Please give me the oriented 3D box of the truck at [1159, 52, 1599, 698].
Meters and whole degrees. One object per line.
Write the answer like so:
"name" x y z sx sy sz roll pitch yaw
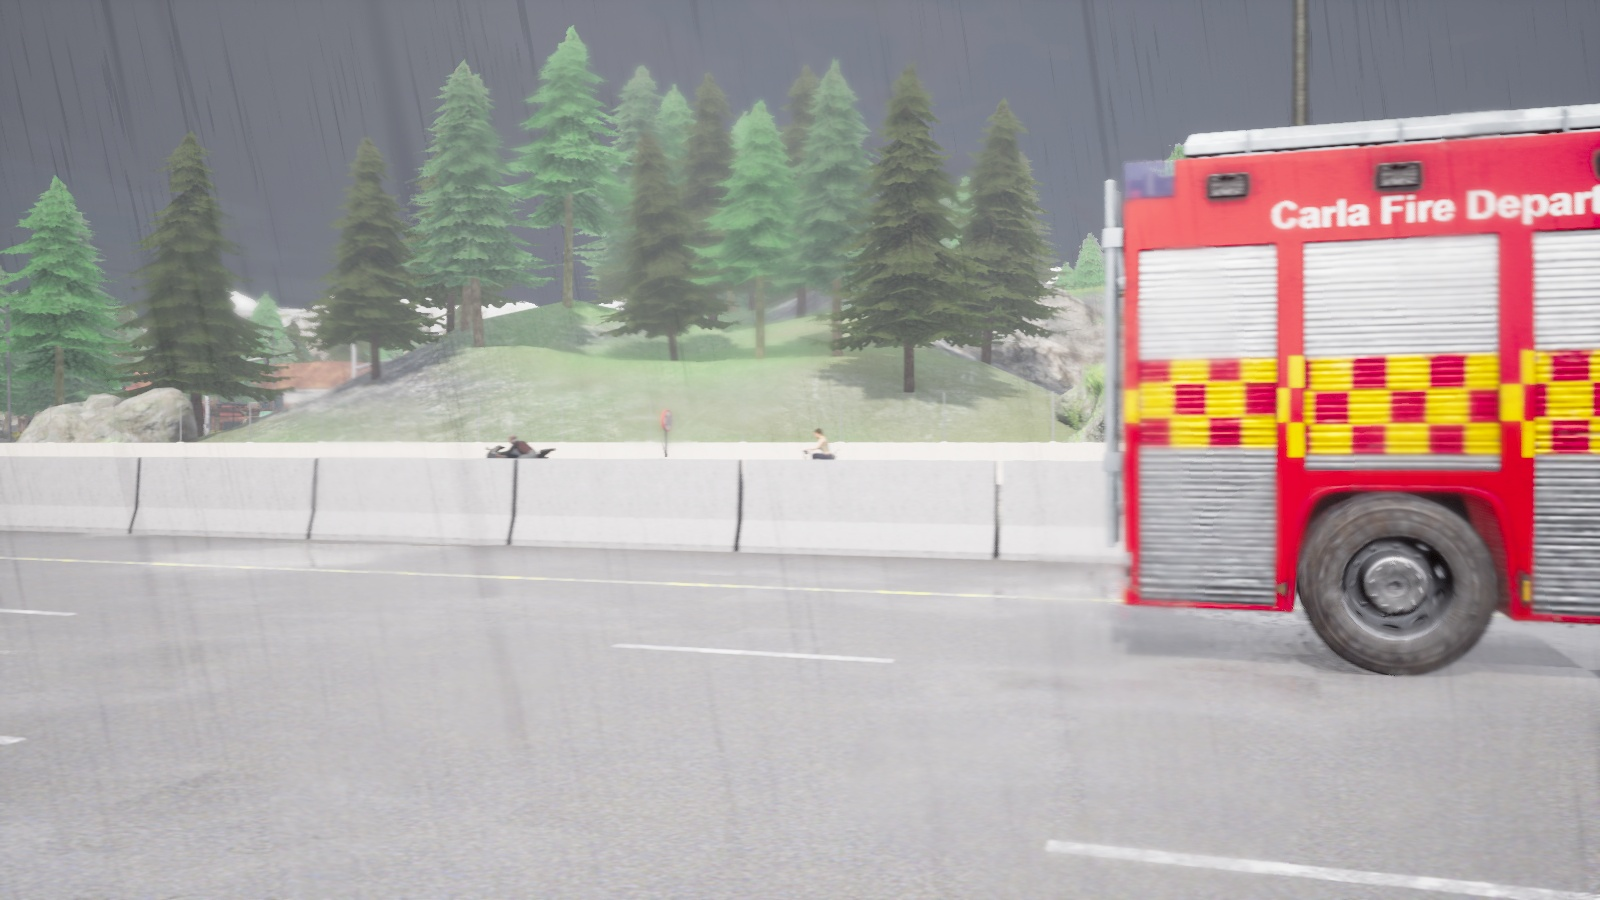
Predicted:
"truck" 6.846 -0.445 8.257 8.468 3.827 2.891 1 1 19

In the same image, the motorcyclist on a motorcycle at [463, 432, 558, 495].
"motorcyclist on a motorcycle" -7.254 0.330 31.481 2.191 1.530 0.866 1 1 19
